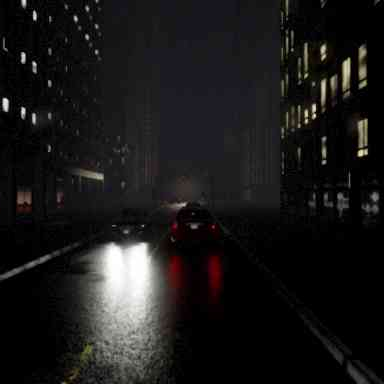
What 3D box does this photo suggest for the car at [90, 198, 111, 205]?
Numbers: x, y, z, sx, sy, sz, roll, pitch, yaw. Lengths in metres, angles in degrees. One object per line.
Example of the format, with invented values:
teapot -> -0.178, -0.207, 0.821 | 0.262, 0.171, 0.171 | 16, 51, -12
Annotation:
car -> -18.884, 1.938, 65.070 | 4.829, 1.417, 1.752 | 0, -1, -1

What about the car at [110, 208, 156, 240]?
car -> -3.097, 1.640, 18.127 | 2.128, 1.511, 4.902 | 0, 0, 0

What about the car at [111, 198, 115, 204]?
car -> -19.193, 1.952, 73.707 | 4.097, 1.590, 1.967 | 0, -1, -1

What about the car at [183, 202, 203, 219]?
car -> 0.103, 1.769, 32.625 | 1.837, 1.490, 4.892 | 0, -1, 0

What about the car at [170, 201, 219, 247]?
car -> 0.098, 1.482, 15.868 | 2.097, 1.767, 4.553 | 0, -1, 0
